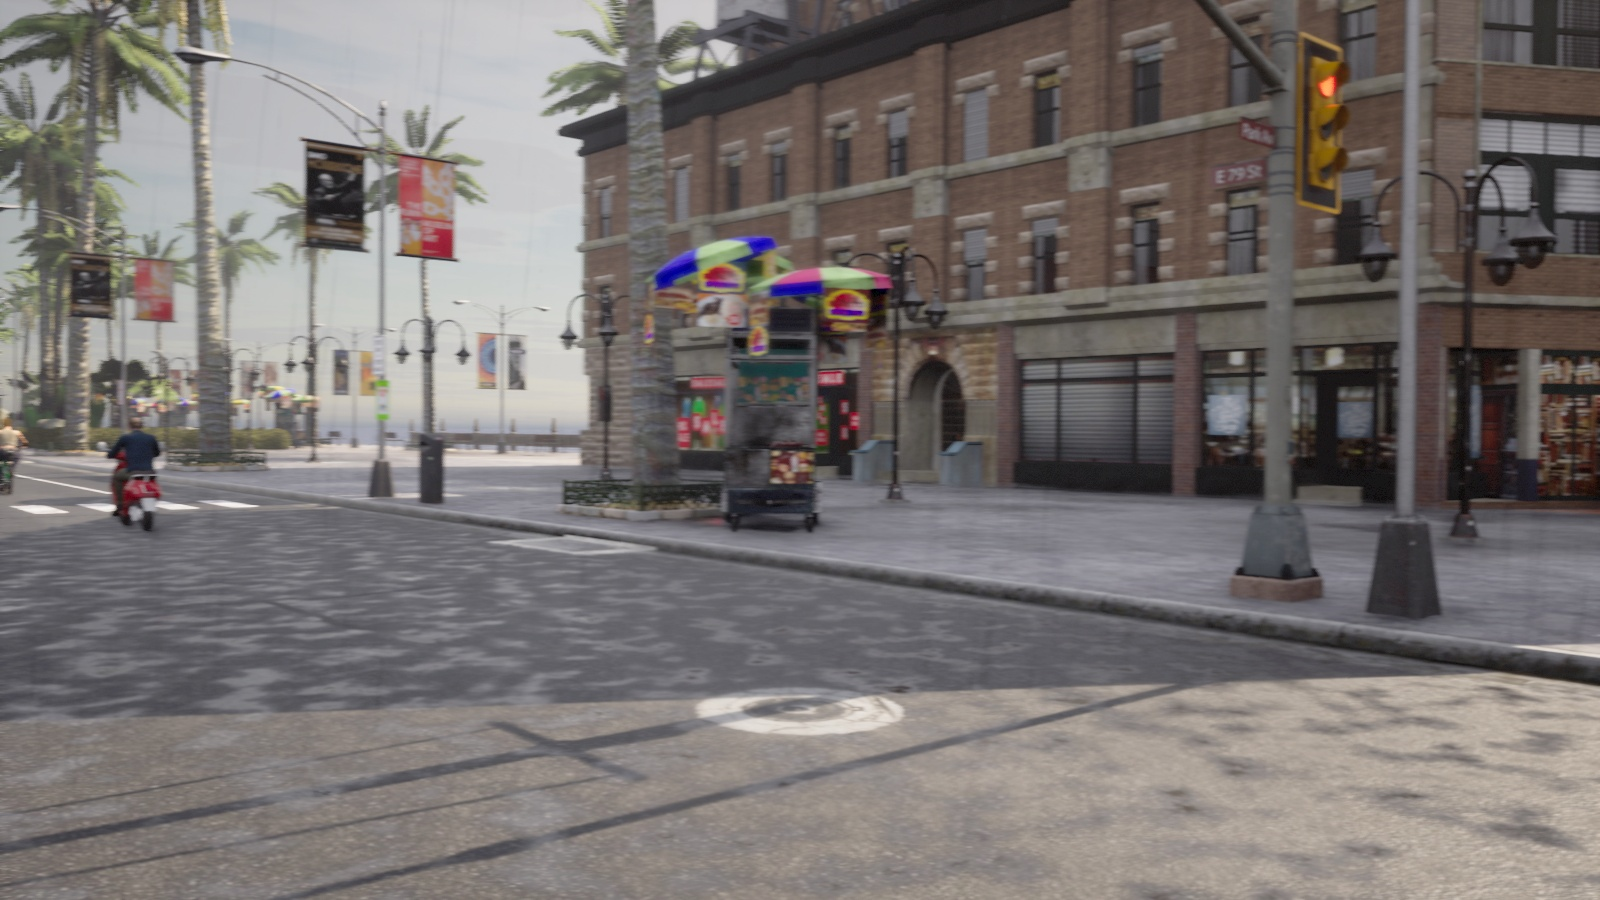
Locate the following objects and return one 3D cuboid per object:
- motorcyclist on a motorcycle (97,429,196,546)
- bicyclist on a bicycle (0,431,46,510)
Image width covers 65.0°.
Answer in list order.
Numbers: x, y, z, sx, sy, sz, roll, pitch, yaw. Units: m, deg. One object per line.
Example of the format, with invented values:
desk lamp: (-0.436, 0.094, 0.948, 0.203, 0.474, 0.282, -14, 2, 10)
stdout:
motorcyclist on a motorcycle: (-9.377, 0.498, 17.982, 0.866, 1.590, 1.817, -1, 1, -40)
bicyclist on a bicycle: (-16.720, 0.419, 26.783, 0.866, 1.612, 1.509, -1, 1, -40)
